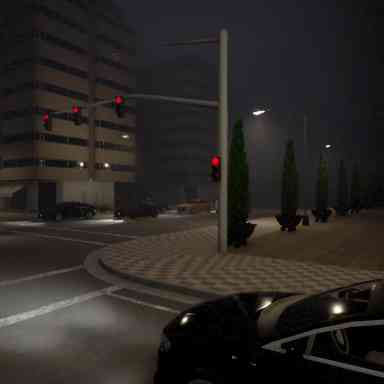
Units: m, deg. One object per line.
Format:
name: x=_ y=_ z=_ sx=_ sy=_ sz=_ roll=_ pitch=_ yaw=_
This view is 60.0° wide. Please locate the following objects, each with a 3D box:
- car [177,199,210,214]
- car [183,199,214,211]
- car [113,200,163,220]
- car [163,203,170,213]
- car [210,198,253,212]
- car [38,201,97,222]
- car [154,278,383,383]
car: x=0.311 y=1.533 z=36.346 sx=1.882 sy=1.535 sz=5.008 roll=0 pitch=0 yaw=35
car: x=0.856 y=1.619 z=43.161 sx=1.994 sy=1.385 sz=4.181 roll=0 pitch=0 yaw=36
car: x=-4.837 y=1.619 z=29.058 sx=1.994 sy=1.385 sz=4.181 roll=0 pitch=0 yaw=35
car: x=-4.593 y=1.603 z=35.470 sx=2.033 sy=1.411 sz=5.357 roll=0 pitch=0 yaw=35
car: x=4.615 y=1.277 z=36.026 sx=2.150 sy=2.045 sz=5.566 roll=0 pitch=0 yaw=35
car: x=-10.212 y=1.560 z=27.513 sx=1.837 sy=1.490 sz=4.892 roll=0 pitch=0 yaw=35
car: x=1.853 y=1.492 z=2.652 sx=4.902 sy=1.511 sz=2.128 roll=0 pitch=0 yaw=36
